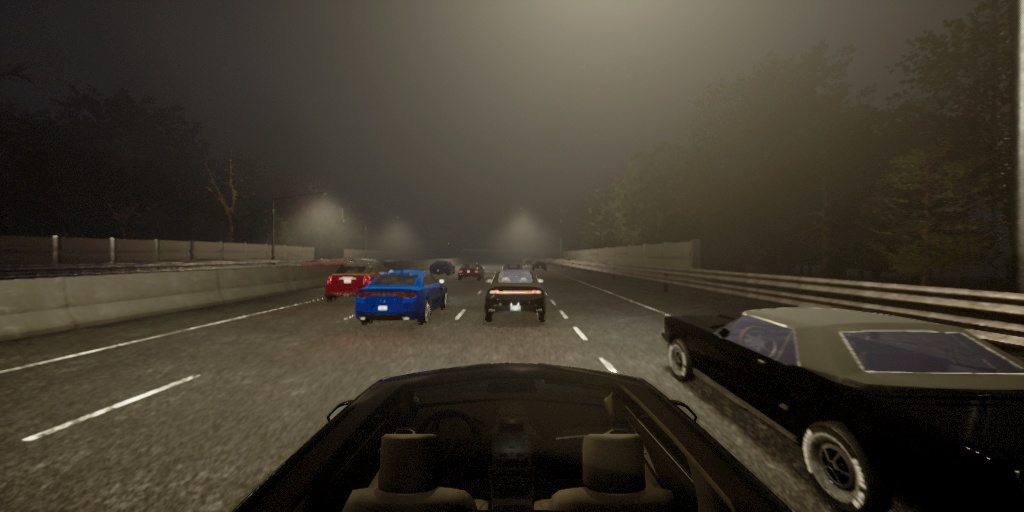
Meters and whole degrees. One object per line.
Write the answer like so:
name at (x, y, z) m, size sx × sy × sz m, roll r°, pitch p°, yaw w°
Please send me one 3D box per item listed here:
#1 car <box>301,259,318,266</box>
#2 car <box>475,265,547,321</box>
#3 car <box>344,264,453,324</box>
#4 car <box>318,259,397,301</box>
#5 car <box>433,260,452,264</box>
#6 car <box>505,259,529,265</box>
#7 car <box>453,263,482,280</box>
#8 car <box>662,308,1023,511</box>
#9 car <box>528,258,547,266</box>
car at (-28.056, 1.219, 51.111) m, size 1.812 × 1.442 × 4.674 m, roll 0°, pitch 0°, yaw 0°
car at (0.100, 1.225, 12.353) m, size 2.128 × 1.511 × 4.902 m, roll 0°, pitch 0°, yaw 0°
car at (-3.398, 1.212, 11.897) m, size 1.882 × 1.535 × 5.008 m, roll 0°, pitch 0°, yaw 0°
car at (-6.901, 1.079, 17.170) m, size 2.097 × 1.767 × 4.553 m, roll 0°, pitch 0°, yaw 0°
car at (-6.898, 1.185, 35.932) m, size 1.882 × 1.535 × 5.008 m, roll 0°, pitch 0°, yaw 0°
car at (0.097, 1.261, 30.540) m, size 2.033 × 1.411 × 5.357 m, roll 0°, pitch 0°, yaw 0°
car at (-3.403, 1.261, 30.533) m, size 2.033 × 1.411 × 5.357 m, roll 0°, pitch 0°, yaw 0°
car at (3.481, 1.259, 4.164) m, size 1.895 × 1.301 × 4.718 m, roll 0°, pitch 0°, yaw 2°
car at (3.497, 1.141, 46.781) m, size 1.812 × 1.442 × 4.674 m, roll 0°, pitch 0°, yaw 0°
